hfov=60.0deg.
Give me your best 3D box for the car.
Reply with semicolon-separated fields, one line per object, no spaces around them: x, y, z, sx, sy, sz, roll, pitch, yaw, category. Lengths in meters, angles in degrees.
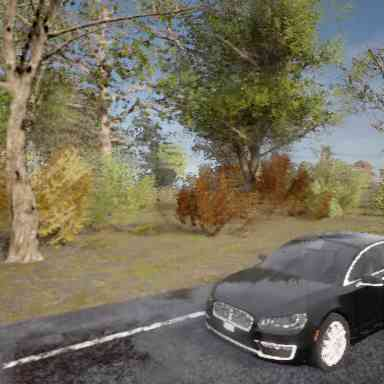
2.456;1.502;5.745;4.892;1.490;1.837;0;0;-36;car
